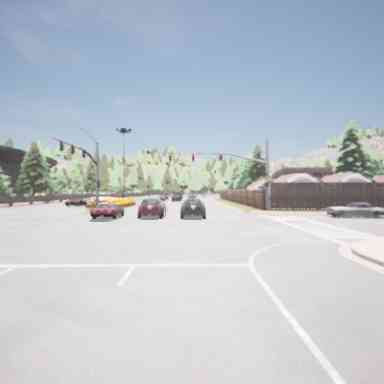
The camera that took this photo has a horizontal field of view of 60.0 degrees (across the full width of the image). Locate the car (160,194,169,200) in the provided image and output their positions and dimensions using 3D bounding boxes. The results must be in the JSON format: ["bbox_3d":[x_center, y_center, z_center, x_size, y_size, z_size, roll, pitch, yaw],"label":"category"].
[{"bbox_3d":[-6.995,1.332,84.023,1.994,1.385,4.181,0,0,0],"label":"car"}]

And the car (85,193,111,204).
[{"bbox_3d":[-14.058,1.160,50.927,2.150,2.045,5.566,0,0,0],"label":"car"}]

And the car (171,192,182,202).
[{"bbox_3d":[-3.495,1.368,73.603,1.882,1.535,5.008,0,0,0],"label":"car"}]

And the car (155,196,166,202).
[{"bbox_3d":[-6.995,1.490,74.050,1.895,1.301,4.718,0,0,0],"label":"car"}]

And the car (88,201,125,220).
[{"bbox_3d":[-6.901,1.570,27.697,1.895,1.301,4.718,0,0,0],"label":"car"}]

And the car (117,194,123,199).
[{"bbox_3d":[-13.999,1.269,66.982,2.097,1.767,4.553,0,0,0],"label":"car"}]

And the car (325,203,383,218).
[{"bbox_3d":[14.118,1.567,28.719,4.718,1.301,1.895,0,0,3],"label":"car"}]

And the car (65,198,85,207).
[{"bbox_3d":[-17.562,1.539,50.246,1.895,1.301,4.718,0,0,0],"label":"car"}]

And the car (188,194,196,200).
[{"bbox_3d":[0.005,1.303,84.022,1.812,1.442,4.674,0,0,0],"label":"car"}]

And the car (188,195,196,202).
[{"bbox_3d":[0.005,1.390,73.603,1.837,1.490,4.892,0,0,0],"label":"car"}]

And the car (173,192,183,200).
[{"bbox_3d":[-3.495,1.004,84.052,2.150,2.045,5.566,0,0,0],"label":"car"}]

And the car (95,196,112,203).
[{"bbox_3d":[-17.496,1.457,65.954,2.033,1.411,5.357,0,0,0],"label":"car"}]

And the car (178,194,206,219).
[{"bbox_3d":[0.098,1.319,29.011,2.097,1.767,4.553,0,0,0],"label":"car"}]

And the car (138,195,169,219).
[{"bbox_3d":[-3.402,1.319,29.022,2.097,1.767,4.553,0,0,0],"label":"car"}]
